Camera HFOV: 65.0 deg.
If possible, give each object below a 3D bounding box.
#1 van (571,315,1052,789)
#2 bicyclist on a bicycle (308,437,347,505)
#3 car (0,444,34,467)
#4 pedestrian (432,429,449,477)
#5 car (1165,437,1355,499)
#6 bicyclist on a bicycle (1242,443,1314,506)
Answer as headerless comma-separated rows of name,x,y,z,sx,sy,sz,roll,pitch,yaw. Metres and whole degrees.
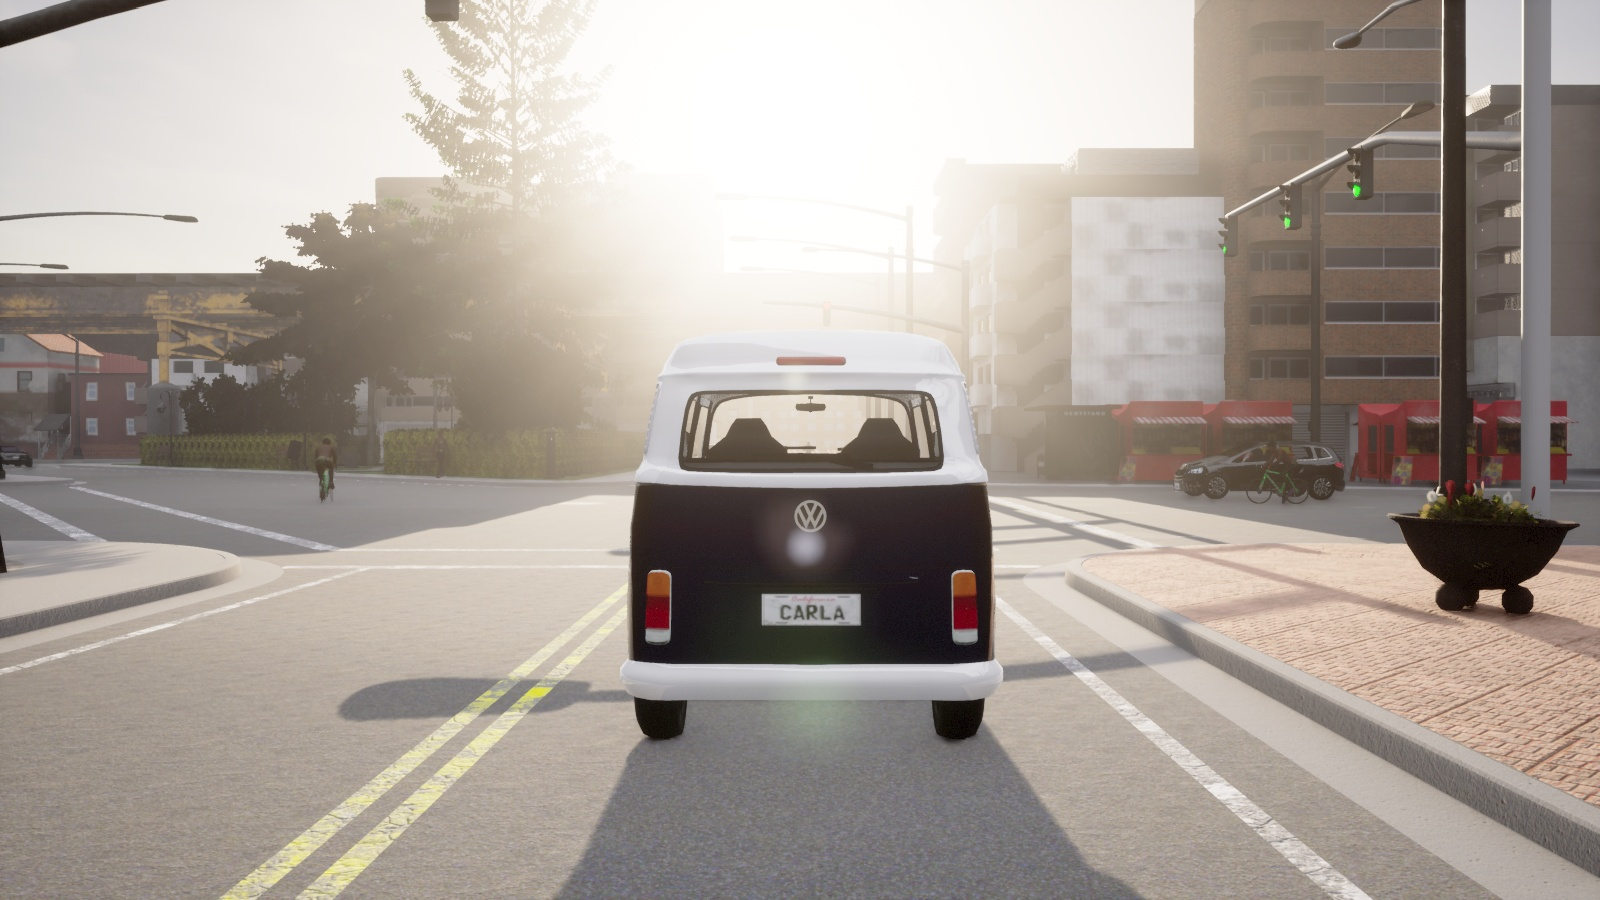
van,0.066,0.427,7.651,2.069,2.038,4.480,0,0,0
bicyclist on a bicycle,-11.853,0.511,31.539,0.582,1.620,1.656,-2,0,-10
car,-49.497,0.328,78.367,4.181,1.385,1.994,0,0,45
pedestrian,-13.543,0.120,47.253,0.328,1.805,0.869,0,0,-36
car,13.121,0.503,36.080,4.611,1.667,2.242,1,0,0
bicyclist on a bicycle,12.392,0.626,32.583,1.656,1.620,0.582,0,0,0
